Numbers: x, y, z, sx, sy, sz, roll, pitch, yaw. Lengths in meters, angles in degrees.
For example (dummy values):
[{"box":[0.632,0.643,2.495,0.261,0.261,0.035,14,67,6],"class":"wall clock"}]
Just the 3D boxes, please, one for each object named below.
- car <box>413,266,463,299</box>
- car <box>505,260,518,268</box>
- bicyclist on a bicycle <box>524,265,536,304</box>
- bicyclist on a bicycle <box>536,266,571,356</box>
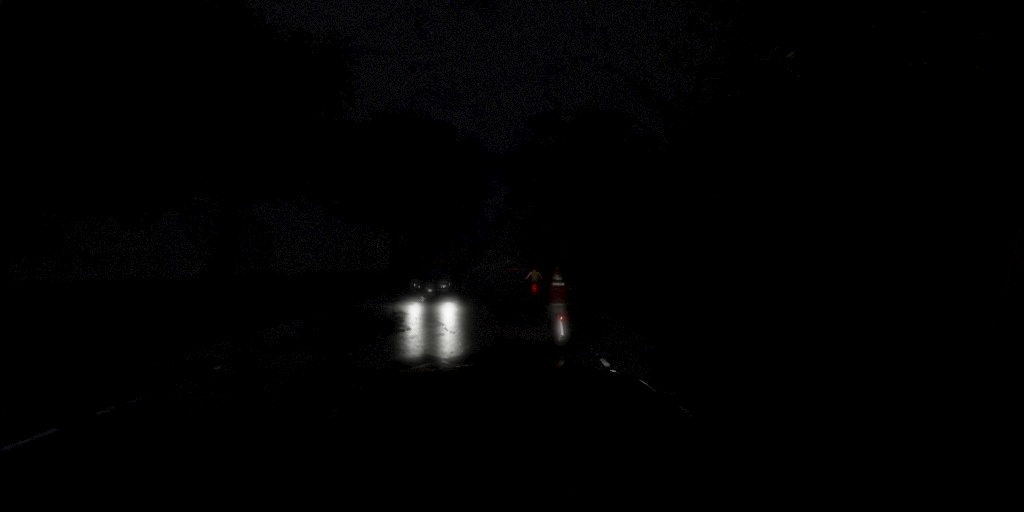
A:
[{"box":[-3.604,1.277,18.158,1.837,1.490,4.892,0,0,0],"class":"car"},{"box":[0.091,1.514,64.800,1.895,1.301,4.718,0,0,0],"class":"car"},{"box":[0.957,1.203,15.407,0.866,1.612,1.509,0,0,0],"class":"bicyclist on a bicycle"},{"box":[0.961,1.127,7.766,0.659,1.776,1.843,0,0,0],"class":"bicyclist on a bicycle"}]
